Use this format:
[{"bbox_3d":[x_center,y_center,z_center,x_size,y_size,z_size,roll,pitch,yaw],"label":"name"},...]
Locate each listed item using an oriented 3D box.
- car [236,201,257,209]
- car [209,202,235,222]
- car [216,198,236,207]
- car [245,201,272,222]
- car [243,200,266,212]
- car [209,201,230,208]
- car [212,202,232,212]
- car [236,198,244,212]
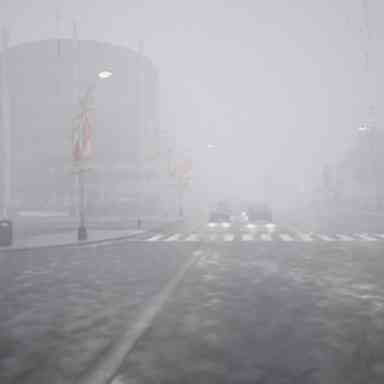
[{"bbox_3d":[9.893,2.302,60.742,1.812,1.442,4.674,-1,-1,-20],"label":"car"},{"bbox_3d":[2.760,1.996,31.404,2.033,1.411,5.357,-1,-1,8],"label":"car"},{"bbox_3d":[3.942,1.922,40.545,2.097,1.767,4.553,-1,-1,6],"label":"car"},{"bbox_3d":[6.105,1.845,30.115,1.882,1.535,5.008,-1,-1,7],"label":"car"},{"bbox_3d":[7.331,2.014,39.311,1.812,1.442,4.674,-1,-1,7],"label":"car"},{"bbox_3d":[5.724,2.539,69.785,1.895,1.301,4.718,0,-1,-35],"label":"car"},{"bbox_3d":[4.477,2.270,50.931,2.033,1.411,5.357,-1,-1,-5],"label":"car"},{"bbox_3d":[8.036,2.129,49.715,2.128,1.511,4.902,-1,-1,-2],"label":"car"}]
